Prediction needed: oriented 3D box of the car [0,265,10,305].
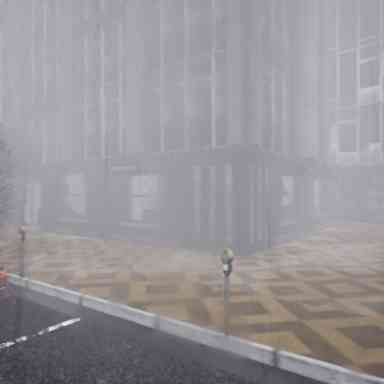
[{"bbox_3d":[-5.223,1.590,6.595,4.206,1.307,1.802,0,0,35],"label":"car"}]
